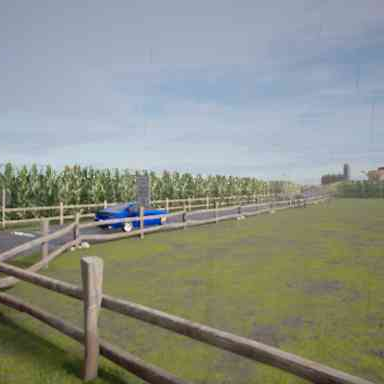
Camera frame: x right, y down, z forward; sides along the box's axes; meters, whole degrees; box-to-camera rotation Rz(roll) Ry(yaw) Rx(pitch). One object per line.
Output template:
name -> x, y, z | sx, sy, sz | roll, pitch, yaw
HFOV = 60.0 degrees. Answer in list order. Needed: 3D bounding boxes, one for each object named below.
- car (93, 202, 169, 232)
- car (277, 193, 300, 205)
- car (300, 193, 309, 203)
car -> -3.338, 1.343, 19.283 | 1.882, 1.535, 5.008 | 0, 1, 34
car -> 13.006, 1.042, 45.604 | 1.837, 1.490, 4.892 | 0, 1, 30
car -> 17.929, 0.928, 54.507 | 1.837, 1.490, 4.892 | 0, 1, 28
